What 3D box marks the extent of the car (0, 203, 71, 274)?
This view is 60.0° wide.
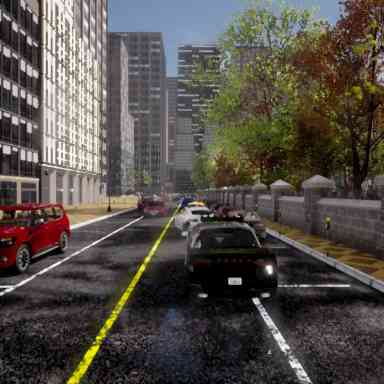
[{"bbox_3d":[-5.552,1.314,10.689,2.192,1.841,5.009,0,0,-1],"label":"car"}]

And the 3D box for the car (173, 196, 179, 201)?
[{"bbox_3d":[-3.665,1.530,78.498,1.994,1.385,4.181,0,0,-1],"label":"car"}]

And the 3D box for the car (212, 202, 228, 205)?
[{"bbox_3d":[2.341,1.578,21.736,1.802,1.307,4.206,0,0,-1],"label":"car"}]

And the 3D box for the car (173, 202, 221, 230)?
[{"bbox_3d":[0.171,1.523,18.328,1.812,1.442,4.674,0,0,-13],"label":"car"}]

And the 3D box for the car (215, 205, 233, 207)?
[{"bbox_3d":[2.409,1.548,16.186,2.008,1.369,4.403,0,0,-1],"label":"car"}]

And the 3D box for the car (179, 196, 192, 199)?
[{"bbox_3d":[-0.483,1.465,45.857,1.882,1.535,5.008,0,0,0],"label":"car"}]

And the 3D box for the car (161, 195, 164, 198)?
[{"bbox_3d":[-6.089,1.564,55.017,1.802,1.307,4.206,0,0,-1],"label":"car"}]

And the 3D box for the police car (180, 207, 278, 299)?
[{"bbox_3d":[0.757,1.424,8.647,1.930,1.638,5.238,0,0,-1],"label":"police car"}]

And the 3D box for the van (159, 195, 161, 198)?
[{"bbox_3d":[-6.022,1.327,49.476,1.690,1.788,3.998,0,0,-1],"label":"van"}]

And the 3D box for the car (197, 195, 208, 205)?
[{"bbox_3d":[1.868,1.418,60.582,1.967,1.590,4.097,0,0,-1],"label":"car"}]

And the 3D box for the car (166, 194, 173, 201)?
[{"bbox_3d":[-6.214,1.282,77.180,2.192,1.841,5.009,0,0,-1],"label":"car"}]

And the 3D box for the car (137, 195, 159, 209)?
[{"bbox_3d":[-5.955,1.304,43.936,2.192,1.841,5.009,0,0,-1],"label":"car"}]

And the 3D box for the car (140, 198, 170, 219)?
[{"bbox_3d":[-3.164,1.520,29.422,1.812,1.442,4.674,0,0,-1],"label":"car"}]

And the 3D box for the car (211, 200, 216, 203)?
[{"bbox_3d":[2.273,1.561,27.285,1.947,1.339,4.313,0,0,-1],"label":"car"}]

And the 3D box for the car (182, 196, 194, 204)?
[{"bbox_3d":[-0.735,1.468,63.931,2.128,1.511,4.902,0,0,-1],"label":"car"}]

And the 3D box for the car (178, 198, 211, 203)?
[{"bbox_3d":[0.312,1.452,24.760,1.801,1.575,5.366,0,0,4],"label":"car"}]

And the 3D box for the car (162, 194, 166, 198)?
[{"bbox_3d":[-6.155,1.504,60.387,1.752,1.417,4.829,0,0,-1],"label":"car"}]
